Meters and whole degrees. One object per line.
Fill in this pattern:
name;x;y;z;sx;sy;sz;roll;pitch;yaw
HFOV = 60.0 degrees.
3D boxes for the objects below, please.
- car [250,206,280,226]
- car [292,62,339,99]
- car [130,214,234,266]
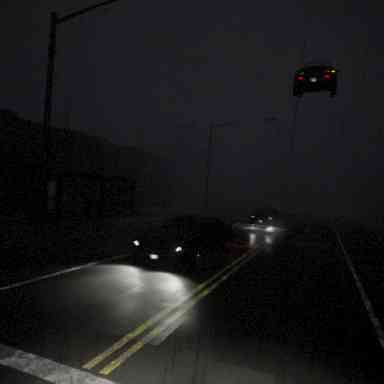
car;6.251;1.929;27.884;2.033;1.411;5.357;4;0;22
car;5.912;-5.366;15.883;1.812;1.442;4.674;4;14;21
car;0.011;1.523;11.890;2.033;1.411;5.357;4;0;24
